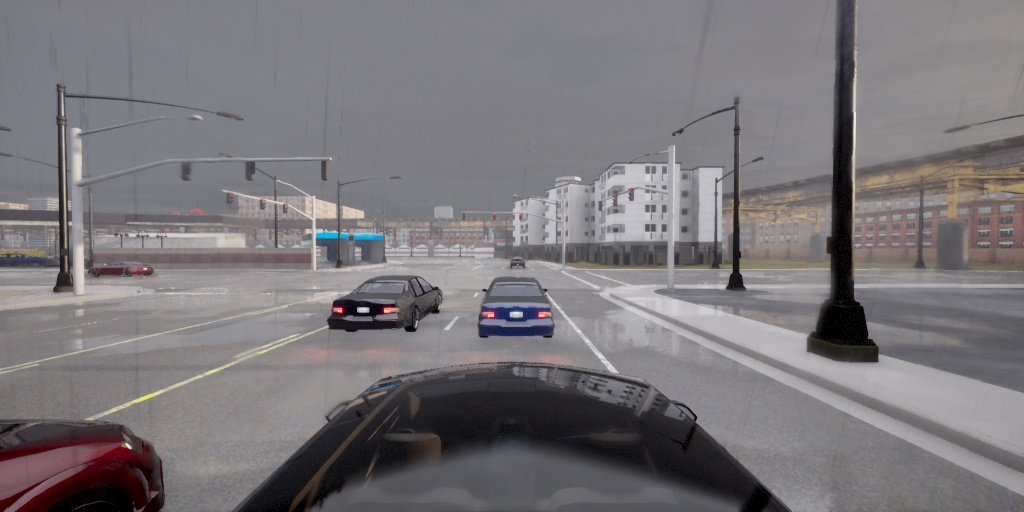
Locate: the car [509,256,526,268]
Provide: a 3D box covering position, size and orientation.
[{"bbox_3d":[0.707,0.771,46.154,1.837,1.490,4.892,0,1,0],"label":"car"}]

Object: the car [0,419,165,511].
[{"bbox_3d":[-3.395,1.314,0.719,1.994,1.385,4.181,0,0,0],"label":"car"}]

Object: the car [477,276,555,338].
[{"bbox_3d":[0.090,1.279,10.114,2.033,1.411,5.357,0,0,0],"label":"car"}]

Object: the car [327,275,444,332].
[{"bbox_3d":[-3.406,1.274,10.716,2.033,1.411,5.357,0,0,0],"label":"car"}]

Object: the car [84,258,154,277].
[{"bbox_3d":[-33.727,1.084,30.963,4.181,1.385,1.994,0,1,-1],"label":"car"}]
